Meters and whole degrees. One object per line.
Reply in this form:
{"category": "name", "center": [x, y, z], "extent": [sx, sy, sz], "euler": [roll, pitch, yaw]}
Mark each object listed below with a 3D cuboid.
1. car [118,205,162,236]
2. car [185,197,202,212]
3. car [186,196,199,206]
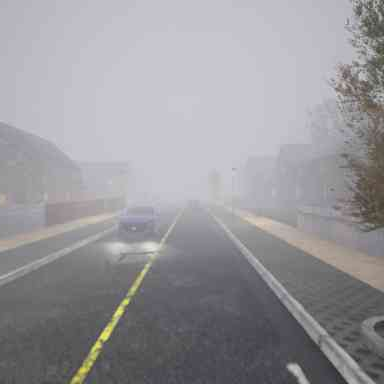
{"category": "car", "center": [-2.804, 1.498, 18.592], "extent": [1.882, 1.535, 5.008], "euler": [0, 0, 0]}
{"category": "car", "center": [0.194, 1.587, 38.742], "extent": [2.033, 1.411, 5.357], "euler": [0, 0, 0]}
{"category": "car", "center": [0.152, 1.543, 56.798], "extent": [2.128, 1.511, 4.902], "euler": [0, 0, 0]}
